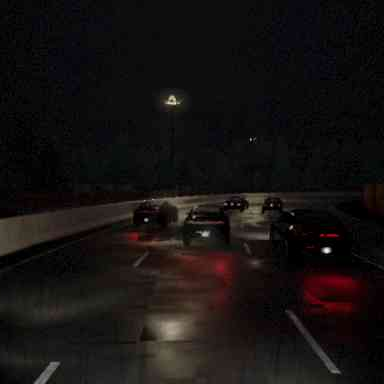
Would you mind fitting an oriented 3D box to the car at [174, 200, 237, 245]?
[{"bbox_3d":[0.729,1.309,14.524,2.128,1.511,4.902,0,1,6],"label":"car"}]

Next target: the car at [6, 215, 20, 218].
[{"bbox_3d":[-9.960,1.338,15.516,1.812,1.442,4.674,0,1,6],"label":"car"}]

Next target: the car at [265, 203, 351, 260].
[{"bbox_3d":[3.996,1.357,11.861,1.837,1.490,4.892,0,1,4],"label":"car"}]

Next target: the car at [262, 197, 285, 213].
[{"bbox_3d":[7.524,1.161,30.824,2.033,1.411,5.357,0,1,17],"label":"car"}]

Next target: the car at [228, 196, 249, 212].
[{"bbox_3d":[4.398,1.139,32.588,2.033,1.411,5.357,0,1,17],"label":"car"}]

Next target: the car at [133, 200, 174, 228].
[{"bbox_3d":[-2.054,1.239,20.076,2.128,1.511,4.902,0,1,9],"label":"car"}]
